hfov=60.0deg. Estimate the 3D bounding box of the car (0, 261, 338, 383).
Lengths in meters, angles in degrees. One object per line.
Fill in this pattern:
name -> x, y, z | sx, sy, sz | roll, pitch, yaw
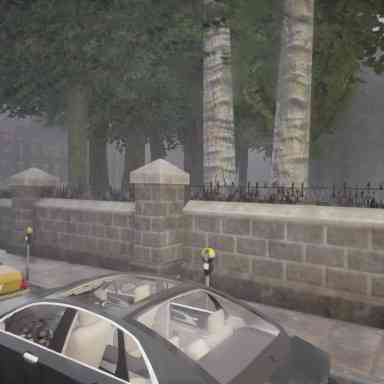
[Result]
car -> -0.865, 1.550, 3.412 | 4.403, 1.369, 2.008 | 0, 1, 36
